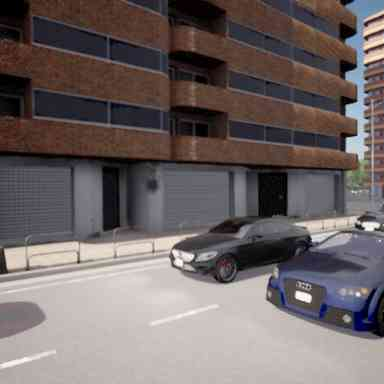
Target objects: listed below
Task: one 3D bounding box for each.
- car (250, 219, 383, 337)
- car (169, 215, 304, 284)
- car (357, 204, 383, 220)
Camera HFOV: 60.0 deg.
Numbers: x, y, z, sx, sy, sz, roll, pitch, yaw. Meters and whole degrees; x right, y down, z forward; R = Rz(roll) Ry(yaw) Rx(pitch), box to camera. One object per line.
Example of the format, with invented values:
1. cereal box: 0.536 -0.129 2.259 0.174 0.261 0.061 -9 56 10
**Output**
1. car: 3.398 1.473 6.502 4.181 1.385 1.994 -1 1 -36
2. car: 1.568 1.431 9.490 4.674 1.442 1.812 -1 1 -36
3. car: 9.333 1.264 15.181 4.902 1.511 2.128 -1 1 -36
